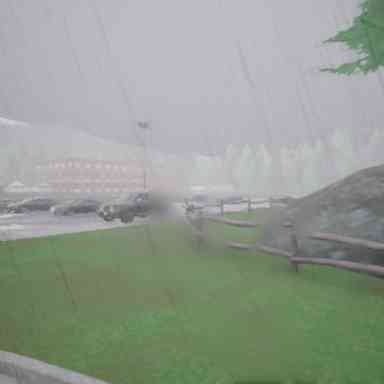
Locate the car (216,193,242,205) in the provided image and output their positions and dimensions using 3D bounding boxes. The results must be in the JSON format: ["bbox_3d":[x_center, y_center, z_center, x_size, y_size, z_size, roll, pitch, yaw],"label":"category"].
[{"bbox_3d":[5.277,0.947,47.007,1.882,1.535,5.008,0,0,38],"label":"car"}]

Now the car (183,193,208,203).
[{"bbox_3d":[0.587,0.954,52.376,1.837,1.490,4.892,0,0,38],"label":"car"}]

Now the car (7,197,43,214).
[{"bbox_3d":[-15.063,1.276,32.023,1.837,1.490,4.892,0,1,37],"label":"car"}]

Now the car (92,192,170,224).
[{"bbox_3d":[-3.903,1.001,23.573,2.150,2.045,5.566,0,1,37],"label":"car"}]

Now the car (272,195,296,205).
[{"bbox_3d":[12.144,1.047,44.427,1.895,1.301,4.718,0,1,38],"label":"car"}]

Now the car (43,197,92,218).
[{"bbox_3d":[-9.408,1.265,27.896,2.128,1.511,4.902,0,1,37],"label":"car"}]
